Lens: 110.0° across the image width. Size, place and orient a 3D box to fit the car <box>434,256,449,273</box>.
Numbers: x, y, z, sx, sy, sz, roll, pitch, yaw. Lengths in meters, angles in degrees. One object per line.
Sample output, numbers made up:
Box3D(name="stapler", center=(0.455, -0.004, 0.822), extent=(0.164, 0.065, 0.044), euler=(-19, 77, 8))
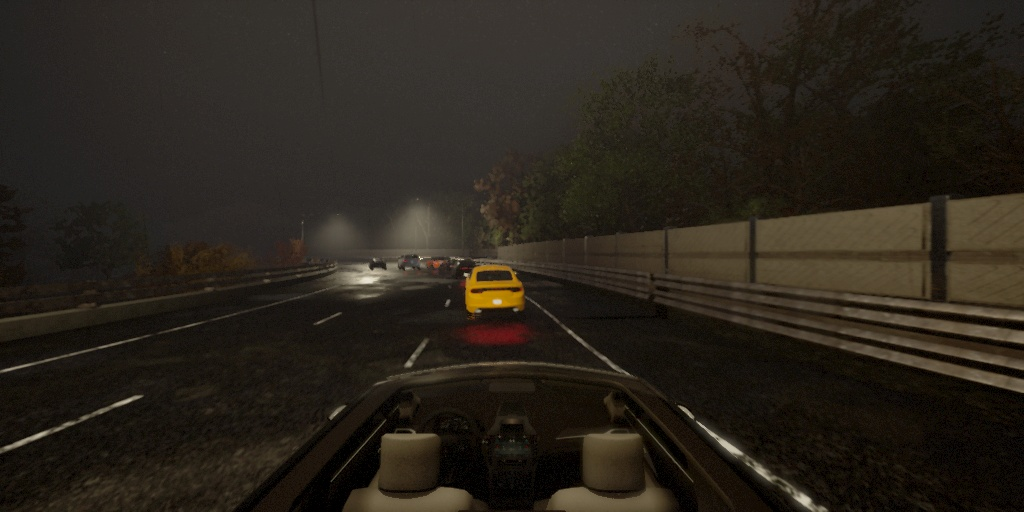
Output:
Box3D(name="car", center=(-6.571, 1.066, 38.700), extent=(2.033, 1.411, 5.357), euler=(0, 0, -24))

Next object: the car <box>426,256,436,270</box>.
Box3D(name="car", center=(-9.724, 0.828, 46.519), extent=(2.097, 1.767, 4.553), euler=(0, 0, -24))

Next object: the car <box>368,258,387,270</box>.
Box3D(name="car", center=(-17.357, 1.008, 46.290), extent=(2.128, 1.511, 4.902), euler=(0, 1, -25))

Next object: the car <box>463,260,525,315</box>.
Box3D(name="car", center=(-0.739, 1.061, 13.242), extent=(1.882, 1.535, 5.008), euler=(-1, 4, -7))

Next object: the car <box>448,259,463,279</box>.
Box3D(name="car", center=(-3.890, 1.076, 29.466), extent=(1.837, 1.490, 4.892), euler=(0, 0, -15))

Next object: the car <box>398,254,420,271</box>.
Box3D(name="car", center=(-13.014, 0.726, 45.245), extent=(2.150, 2.045, 5.566), euler=(0, 1, -24))
